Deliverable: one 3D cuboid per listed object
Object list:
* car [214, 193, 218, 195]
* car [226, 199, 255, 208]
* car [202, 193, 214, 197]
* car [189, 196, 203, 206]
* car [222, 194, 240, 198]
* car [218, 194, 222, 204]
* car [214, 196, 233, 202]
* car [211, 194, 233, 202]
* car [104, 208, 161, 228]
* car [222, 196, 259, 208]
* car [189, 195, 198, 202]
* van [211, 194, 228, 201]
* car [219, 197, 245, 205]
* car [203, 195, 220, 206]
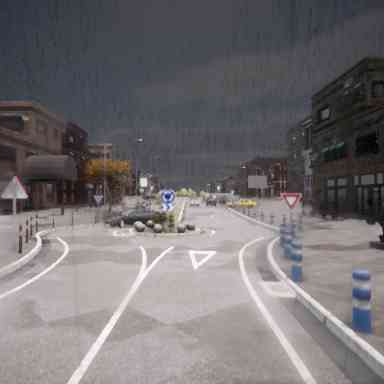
[{"bbox_3d":[7.930,1.680,78.412,5.008,1.535,2.097,0,0,-1],"label":"car"},{"bbox_3d":[8.182,1.865,56.368,4.674,1.452,2.002,0,1,-1],"label":"car"},{"bbox_3d":[3.303,1.558,76.801,2.128,1.511,4.902,0,0,-1],"label":"car"},{"bbox_3d":[0.485,1.916,60.954,1.895,1.301,4.718,0,1,-1],"label":"car"},{"bbox_3d":[8.115,1.668,59.121,4.553,1.767,2.185,0,1,-1],"label":"car"},{"bbox_3d":[8.144,1.515,61.875,5.566,2.045,2.435,0,1,-1],"label":"car"},{"bbox_3d":[7.864,1.720,83.924,4.674,1.452,2.002,0,0,-1],"label":"car"},{"bbox_3d":[7.801,1.433,86.683,5.566,2.045,2.435,0,0,-1],"label":"car"},{"bbox_3d":[-4.678,2.088,27.155,4.892,1.490,1.837,1,-1,-33],"label":"car"},{"bbox_3d":[8.025,1.856,53.608,5.366,1.575,1.946,0,1,-1],"label":"car"},{"bbox_3d":[0.303,1.558,76.766,2.128,1.511,4.902,0,0,-1],"label":"car"},{"bbox_3d":[7.649,1.480,92.193,4.442,1.987,1.878,0,0,-1],"label":"van"},{"bbox_3d":[8.047,1.723,67.389,5.008,1.535,2.097,0,0,-1],"label":"car"},{"bbox_3d":[3.486,1.813,60.958,1.837,1.490,4.892,0,1,-1],"label":"car"}]
